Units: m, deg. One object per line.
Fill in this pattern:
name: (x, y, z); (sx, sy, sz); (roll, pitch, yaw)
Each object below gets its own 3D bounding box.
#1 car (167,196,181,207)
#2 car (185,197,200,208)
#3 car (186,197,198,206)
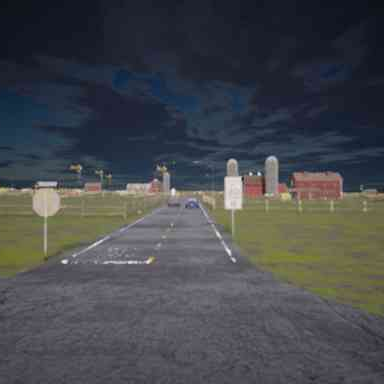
car: (-2.731, 1.465, 50.883); (1.837, 1.490, 4.892); (0, 0, 0)
car: (0.019, 1.490, 45.847); (1.812, 1.442, 4.674); (0, 0, 0)
car: (0.022, 1.558, 55.915); (1.895, 1.301, 4.718); (0, 0, 0)
